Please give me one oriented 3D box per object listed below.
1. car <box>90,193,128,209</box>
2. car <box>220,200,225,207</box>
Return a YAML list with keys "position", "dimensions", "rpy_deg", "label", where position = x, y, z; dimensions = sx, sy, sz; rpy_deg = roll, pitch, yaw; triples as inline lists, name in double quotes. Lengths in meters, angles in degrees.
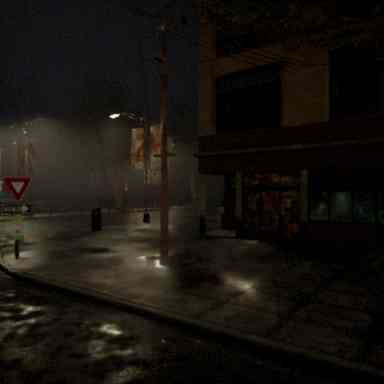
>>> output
- position: [-11.261, 1.192, 45.542]
  dimensions: [2.150, 2.045, 5.566]
  rpy_deg: [0, 0, 36]
  label: "car"
- position: [6.136, 1.575, 49.857]
  dimensions: [1.895, 1.301, 4.718]
  rpy_deg: [0, 0, 36]
  label: "car"
